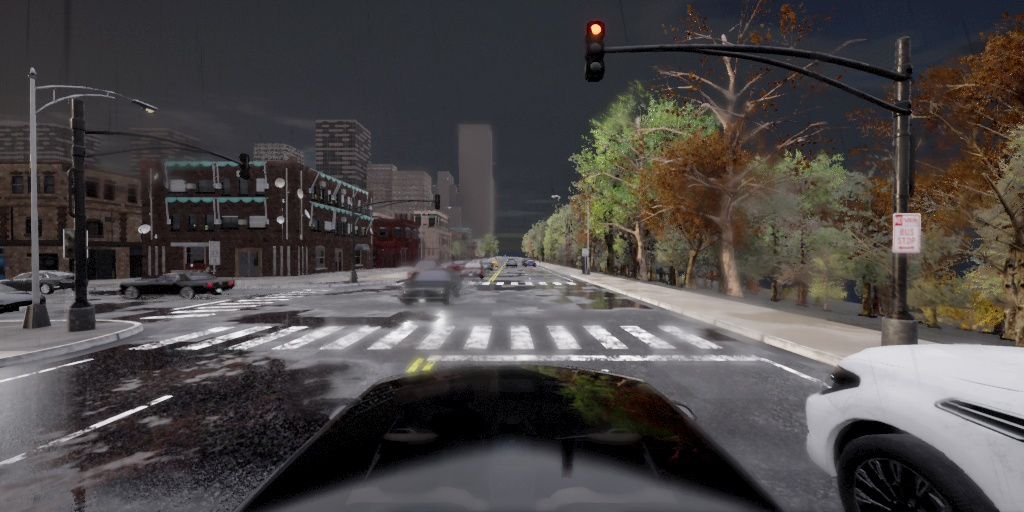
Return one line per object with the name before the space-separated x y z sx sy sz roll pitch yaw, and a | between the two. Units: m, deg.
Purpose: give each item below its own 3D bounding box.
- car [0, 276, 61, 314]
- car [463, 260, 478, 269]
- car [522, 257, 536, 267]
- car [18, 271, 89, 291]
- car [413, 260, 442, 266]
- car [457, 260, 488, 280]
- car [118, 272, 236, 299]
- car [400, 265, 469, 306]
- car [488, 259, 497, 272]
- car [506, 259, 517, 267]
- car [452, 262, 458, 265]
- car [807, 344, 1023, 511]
car | -19.969 1.565 13.115 4.313 1.339 1.948 0 0 0
car | -6.686 1.330 58.104 1.895 1.301 4.718 0 0 0
car | 3.227 1.252 64.060 1.812 1.442 4.674 0 0 0
car | -28.318 1.560 21.612 4.403 1.370 2.007 0 0 0
car | -6.651 1.094 28.323 2.097 1.767 4.553 0 0 0
car | -3.410 1.267 31.790 1.812 1.442 4.674 0 0 -1
car | -17.358 1.515 18.649 4.718 1.301 1.895 -1 1 2
car | -3.377 1.294 16.115 2.033 1.411 5.357 0 0 0
car | -3.432 1.226 46.821 2.128 1.511 4.902 0 0 0
car | -0.030 1.290 64.091 1.994 1.385 4.181 0 0 0
car | -6.678 1.336 43.775 1.895 1.301 4.718 0 0 0
car | 3.356 0.972 0.357 2.150 2.045 5.566 0 0 0
